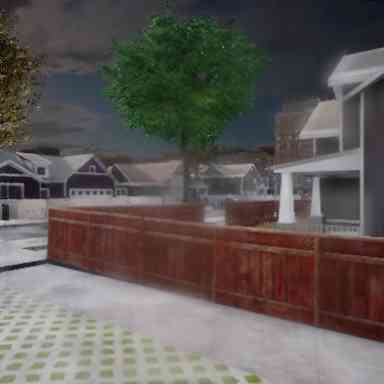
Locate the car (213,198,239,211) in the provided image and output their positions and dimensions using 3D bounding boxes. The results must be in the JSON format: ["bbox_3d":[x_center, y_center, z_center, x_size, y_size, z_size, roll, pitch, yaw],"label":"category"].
[{"bbox_3d":[4.213,1.431,37.976,1.812,1.442,4.674,0,0,36],"label":"car"}]
